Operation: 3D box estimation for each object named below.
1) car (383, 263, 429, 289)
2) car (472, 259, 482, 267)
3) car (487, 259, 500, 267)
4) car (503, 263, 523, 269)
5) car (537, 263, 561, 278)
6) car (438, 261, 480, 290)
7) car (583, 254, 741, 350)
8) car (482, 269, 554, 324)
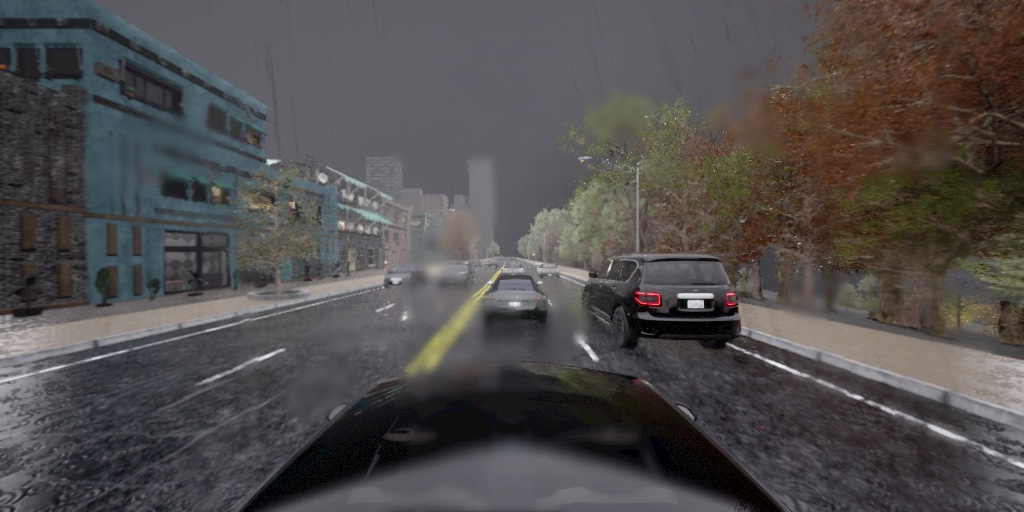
[{"bbox_3d":[-6.591,1.238,22.793,2.128,1.511,4.902,0,0,0],"label":"car"},{"bbox_3d":[-6.507,1.297,63.791,1.994,1.385,4.181,0,0,1],"label":"car"},{"bbox_3d":[-3.260,1.237,63.481,1.837,1.490,4.892,0,0,1],"label":"car"},{"bbox_3d":[0.111,1.344,33.279,1.895,1.301,4.718,0,0,0],"label":"car"},{"bbox_3d":[3.361,1.344,33.246,1.895,1.301,4.718,0,0,0],"label":"car"},{"bbox_3d":[-3.342,1.251,22.548,1.837,1.490,4.892,0,0,0],"label":"car"},{"bbox_3d":[3.353,0.970,9.222,2.150,2.045,5.566,0,0,0],"label":"car"},{"bbox_3d":[0.102,1.312,11.984,1.994,1.385,4.181,0,0,0],"label":"car"}]
